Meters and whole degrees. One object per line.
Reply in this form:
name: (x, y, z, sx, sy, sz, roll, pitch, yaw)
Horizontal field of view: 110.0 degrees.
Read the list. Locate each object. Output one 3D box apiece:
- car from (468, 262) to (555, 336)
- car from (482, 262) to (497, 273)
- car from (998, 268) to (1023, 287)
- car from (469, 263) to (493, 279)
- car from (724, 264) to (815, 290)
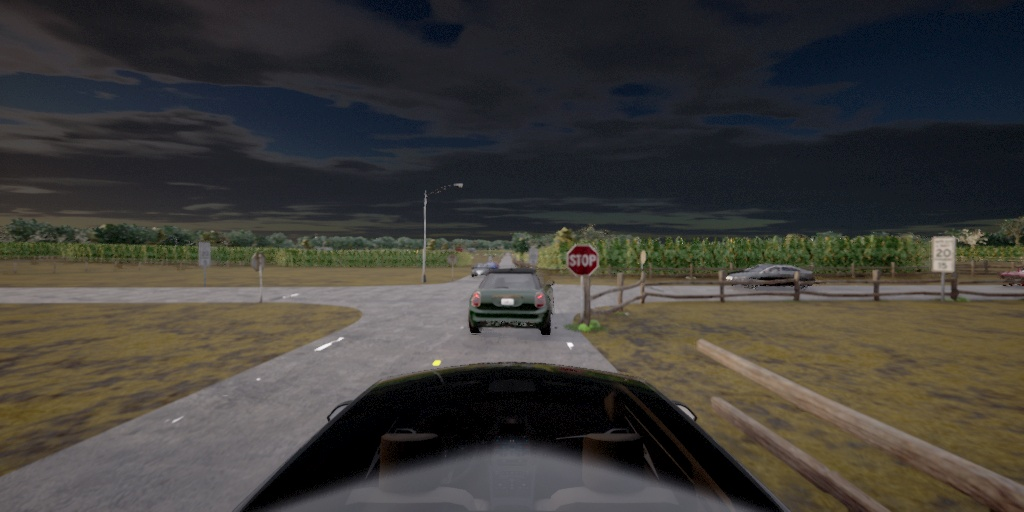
car: (0.182, 1.129, 10.772, 2.097, 1.767, 4.553, 0, 0, 8)
car: (-3.302, 1.639, 53.189, 1.882, 1.535, 5.008, 0, -1, 0)
car: (33.227, 1.225, 22.080, 5.008, 1.535, 1.882, 0, 1, 0)
car: (-3.167, 1.484, 37.286, 2.128, 1.511, 4.902, 0, -1, 0)
car: (15.600, 1.255, 21.898, 4.902, 1.511, 2.128, 0, 1, -1)
